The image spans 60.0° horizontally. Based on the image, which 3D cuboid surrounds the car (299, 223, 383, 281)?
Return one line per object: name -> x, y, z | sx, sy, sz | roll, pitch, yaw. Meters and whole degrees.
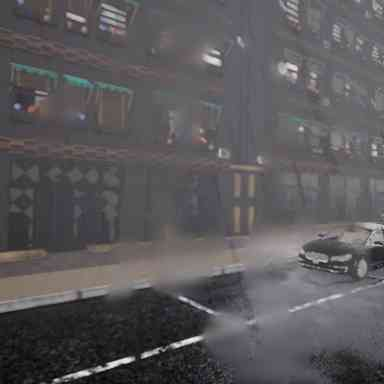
car -> 5.101, 1.657, 10.185 | 4.403, 1.369, 2.008 | 1, 0, -35
